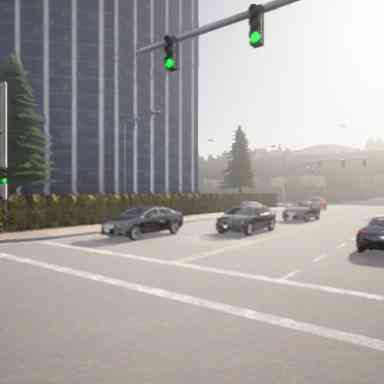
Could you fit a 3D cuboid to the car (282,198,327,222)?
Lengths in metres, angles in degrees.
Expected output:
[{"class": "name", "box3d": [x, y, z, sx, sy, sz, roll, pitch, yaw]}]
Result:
[{"class": "car", "box3d": [8.649, 1.480, 26.208, 2.128, 1.511, 4.902, 0, 0, 36]}]

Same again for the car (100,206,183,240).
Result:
[{"class": "car", "box3d": [-2.427, 1.485, 17.062, 2.128, 1.511, 4.902, 0, 0, 36]}]

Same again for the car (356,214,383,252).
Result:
[{"class": "car", "box3d": [7.861, 1.558, 13.160, 1.994, 1.385, 4.181, 0, 0, 36]}]

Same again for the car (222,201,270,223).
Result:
[{"class": "car", "box3d": [4.360, 1.516, 26.269, 1.812, 1.442, 4.674, 0, 0, 36]}]

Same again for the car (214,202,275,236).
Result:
[{"class": "car", "box3d": [3.095, 1.498, 18.663, 1.837, 1.490, 4.892, 0, 0, 36]}]
